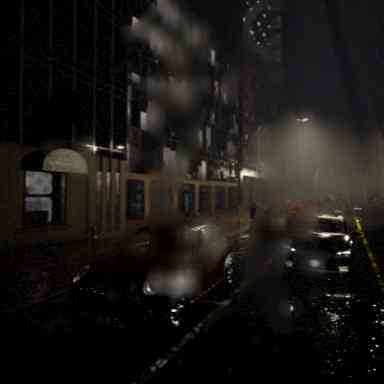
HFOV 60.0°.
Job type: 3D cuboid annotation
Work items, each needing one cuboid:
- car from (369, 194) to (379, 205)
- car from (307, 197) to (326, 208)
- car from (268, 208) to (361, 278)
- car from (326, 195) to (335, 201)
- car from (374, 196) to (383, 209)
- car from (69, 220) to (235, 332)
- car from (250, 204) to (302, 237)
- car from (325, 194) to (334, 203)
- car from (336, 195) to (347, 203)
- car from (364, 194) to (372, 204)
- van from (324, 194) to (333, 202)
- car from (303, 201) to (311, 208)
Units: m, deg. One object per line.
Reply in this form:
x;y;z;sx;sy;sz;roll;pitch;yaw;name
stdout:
30.964;1.565;55.148;1.752;1.417;4.829;1;0;25;car
13.761;1.511;37.861;1.887;1.381;4.507;1;0;25;car
4.037;1.481;10.370;2.128;1.511;4.902;1;0;25;car
35.205;1.533;84.356;2.008;1.369;4.403;1;0;25;car
26.126;1.604;44.661;1.947;1.339;4.313;1;0;25;car
-0.533;1.409;6.864;1.967;1.590;4.097;1;0;25;car
4.230;1.518;17.196;2.008;1.369;4.403;1;0;25;car
28.057;1.525;68.857;2.008;1.369;4.403;1;0;25;car
32.144;1.349;71.303;2.097;1.767;4.553;1;0;25;car
35.660;1.358;65.324;2.192;1.841;5.009;1;0;25;car
30.443;1.318;74.022;1.690;1.788;3.998;1;0;25;van
6.613;1.511;22.362;1.887;1.381;4.507;1;0;25;car
